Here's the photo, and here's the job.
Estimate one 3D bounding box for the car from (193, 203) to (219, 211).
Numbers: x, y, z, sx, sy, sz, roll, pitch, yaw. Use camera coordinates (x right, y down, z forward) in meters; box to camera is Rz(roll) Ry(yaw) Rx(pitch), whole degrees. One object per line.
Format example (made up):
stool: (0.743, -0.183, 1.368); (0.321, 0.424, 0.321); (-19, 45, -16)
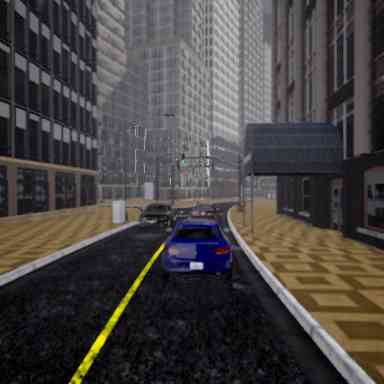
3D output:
car: (0.994, 1.539, 25.191); (2.033, 1.411, 5.357); (0, 0, 5)

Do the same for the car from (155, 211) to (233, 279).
car: (0.169, 1.514, 9.911); (1.812, 1.442, 4.674); (0, 0, 2)

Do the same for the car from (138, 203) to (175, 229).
car: (-2.180, 1.493, 21.619); (1.837, 1.490, 4.892); (0, 0, 4)
